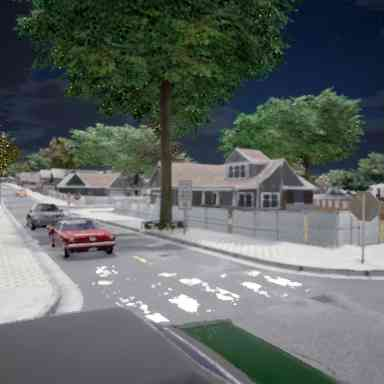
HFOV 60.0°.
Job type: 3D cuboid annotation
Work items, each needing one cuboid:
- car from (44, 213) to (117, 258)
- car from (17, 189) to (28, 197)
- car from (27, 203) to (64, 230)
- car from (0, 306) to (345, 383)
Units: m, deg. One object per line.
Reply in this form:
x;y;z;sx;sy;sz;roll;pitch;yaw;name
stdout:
-4.719;1.788;13.945;1.895;1.301;4.718;1;-1;-31;car
-40.526;0.156;79.278;2.097;1.767;4.553;1;2;-31;car
-9.965;1.555;22.724;2.097;1.767;4.553;1;0;-31;car
-1.101;1.606;1.976;4.718;1.301;1.895;2;-1;-31;car
